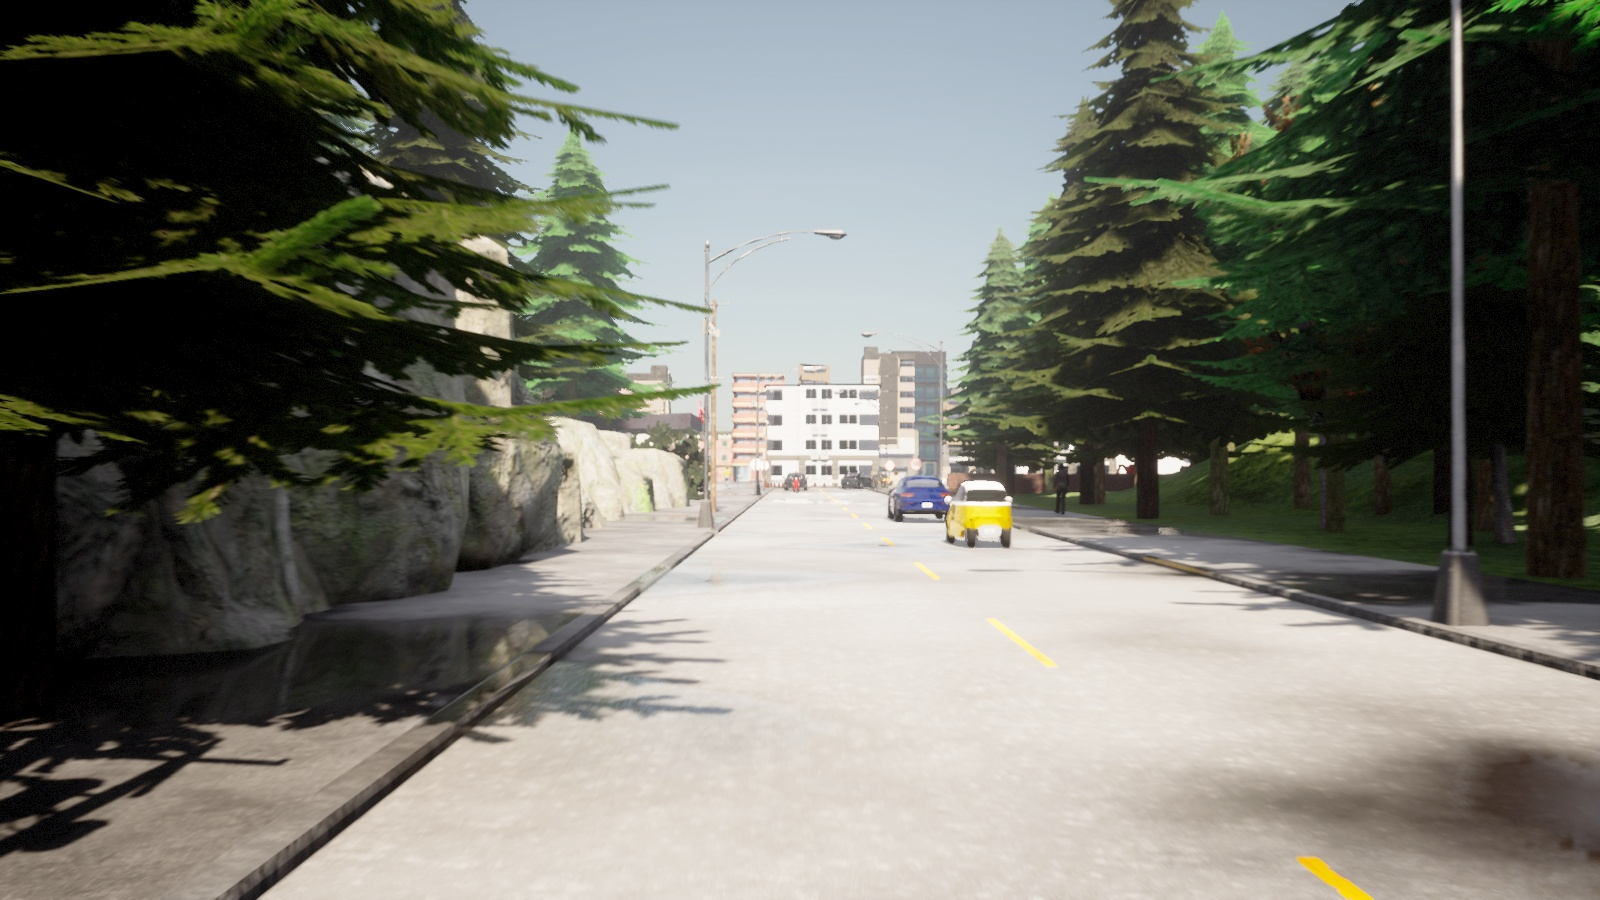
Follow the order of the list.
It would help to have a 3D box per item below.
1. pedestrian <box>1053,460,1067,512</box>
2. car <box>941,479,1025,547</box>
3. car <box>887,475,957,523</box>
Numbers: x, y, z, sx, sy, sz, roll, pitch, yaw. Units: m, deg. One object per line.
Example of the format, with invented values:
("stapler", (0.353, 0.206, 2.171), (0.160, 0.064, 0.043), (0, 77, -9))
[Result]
("pedestrian", (9.057, 1.253, 43.751), (0.328, 1.805, 0.869), (0, -1, 1))
("car", (3.935, 1.329, 27.218), (1.481, 1.376, 2.207), (0, 0, 0))
("car", (3.902, 1.539, 40.867), (1.812, 1.442, 4.674), (0, -1, 0))
